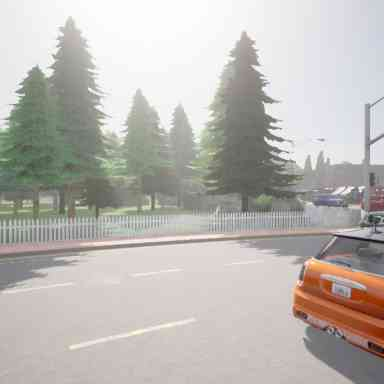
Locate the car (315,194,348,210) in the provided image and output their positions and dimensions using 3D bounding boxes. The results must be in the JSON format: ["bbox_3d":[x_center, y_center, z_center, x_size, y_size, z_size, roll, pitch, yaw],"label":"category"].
[{"bbox_3d":[17.999,1.277,43.463,2.150,2.045,5.566,0,0,-8],"label":"car"}]

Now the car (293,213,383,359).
[{"bbox_3d":[3.939,1.352,5.443,4.553,1.767,2.097,0,0,-26],"label":"car"}]

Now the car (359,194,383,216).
[{"bbox_3d":[19.364,1.277,33.197,2.150,2.045,5.566,0,0,-8],"label":"car"}]

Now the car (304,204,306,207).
[{"bbox_3d":[16.654,1.581,53.661,1.812,1.442,4.674,0,0,-7],"label":"car"}]

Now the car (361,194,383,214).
[{"bbox_3d":[10.565,1.220,15.146,5.566,2.045,2.150,0,0,-12],"label":"car"}]
